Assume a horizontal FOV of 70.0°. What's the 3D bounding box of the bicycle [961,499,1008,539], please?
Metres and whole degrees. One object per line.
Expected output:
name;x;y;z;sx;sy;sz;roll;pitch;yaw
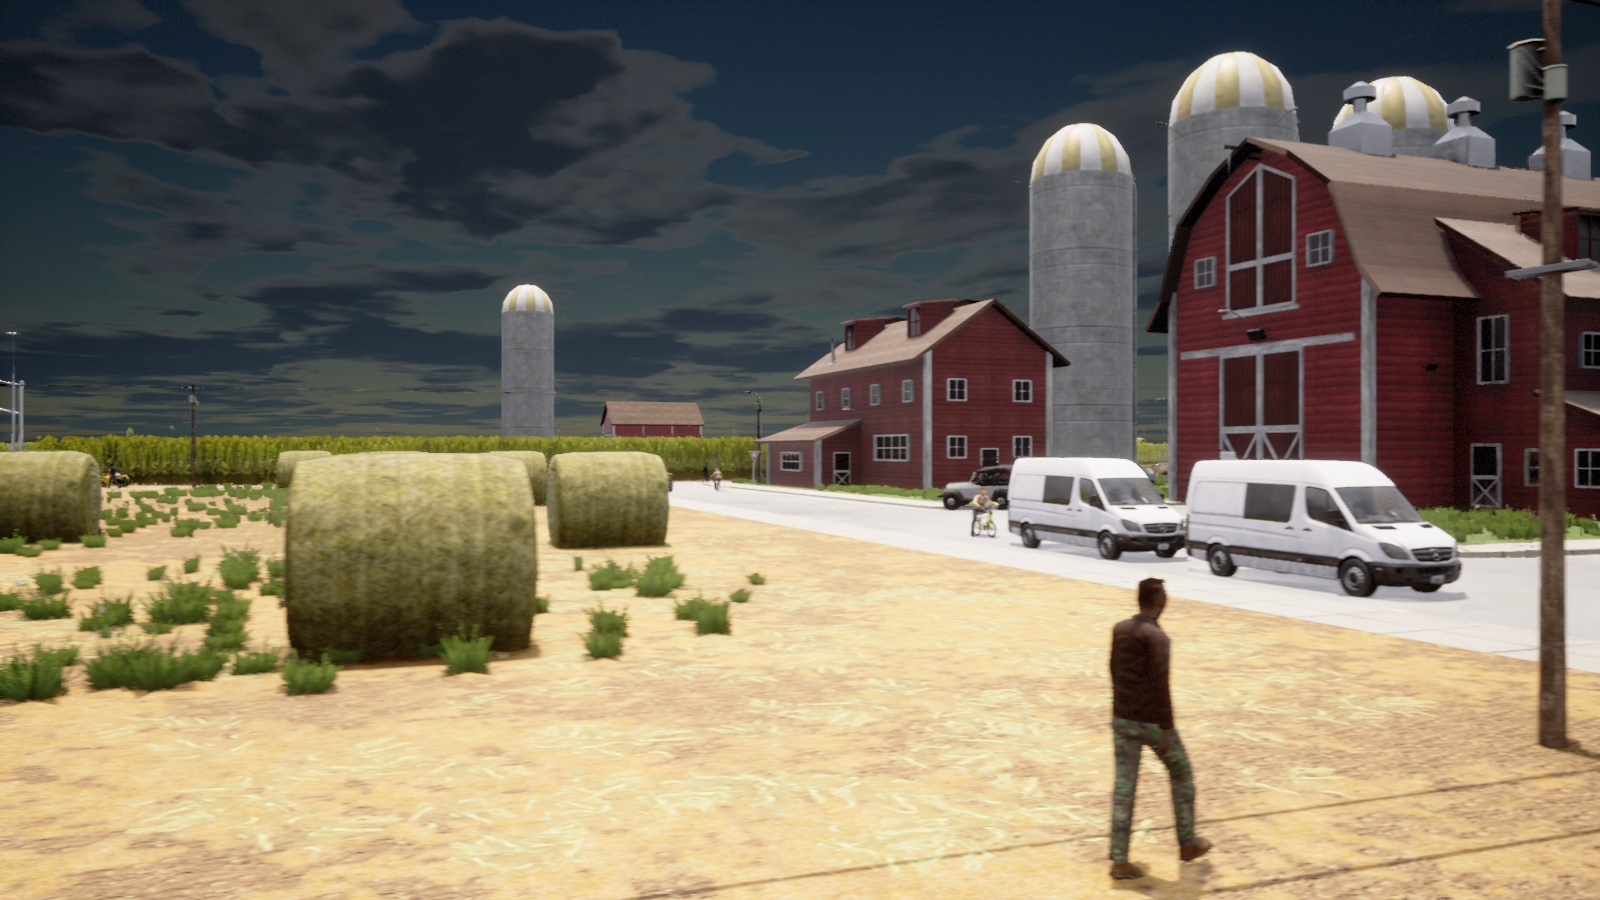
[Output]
bicycle;5.863;2.179;36.385;0.859;1.176;1.487;0;0;-21

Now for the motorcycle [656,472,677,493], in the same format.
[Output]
motorcycle;-8.723;2.126;74.675;0.764;1.307;2.356;0;0;-21

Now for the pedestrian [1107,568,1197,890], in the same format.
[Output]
pedestrian;2.159;1.679;7.022;0.375;1.860;0.375;0;0;-28

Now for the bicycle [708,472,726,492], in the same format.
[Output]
bicycle;-5.528;2.129;76.132;0.859;1.276;1.487;0;0;-21

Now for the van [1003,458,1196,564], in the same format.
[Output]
van;7.925;1.506;30.960;1.988;2.561;5.915;0;0;-21

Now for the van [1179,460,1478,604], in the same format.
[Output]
van;10.671;1.503;23.742;1.988;2.561;5.915;0;0;-21
